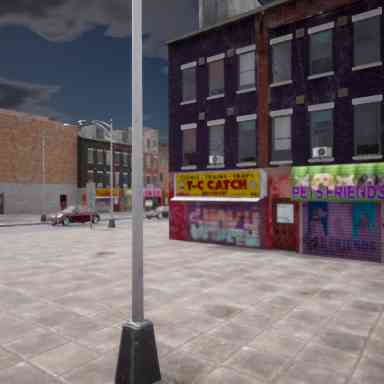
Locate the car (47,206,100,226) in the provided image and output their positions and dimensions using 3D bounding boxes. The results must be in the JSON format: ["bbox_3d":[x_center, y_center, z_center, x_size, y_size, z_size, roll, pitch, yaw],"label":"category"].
[{"bbox_3d":[-9.514,1.825,26.737,1.967,1.590,4.097,-2,-2,36],"label":"car"}]

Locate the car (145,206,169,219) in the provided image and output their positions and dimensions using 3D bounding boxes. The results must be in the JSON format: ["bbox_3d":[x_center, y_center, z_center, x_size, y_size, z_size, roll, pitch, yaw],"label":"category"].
[{"bbox_3d":[-3.088,2.171,35.529,2.008,1.369,4.403,-2,-2,36],"label":"car"}]
